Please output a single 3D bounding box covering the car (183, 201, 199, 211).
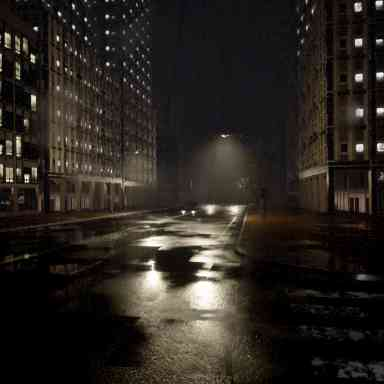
[{"bbox_3d":[-0.136,2.204,54.493,1.882,1.535,5.008,-1,-1,10],"label":"car"}]
